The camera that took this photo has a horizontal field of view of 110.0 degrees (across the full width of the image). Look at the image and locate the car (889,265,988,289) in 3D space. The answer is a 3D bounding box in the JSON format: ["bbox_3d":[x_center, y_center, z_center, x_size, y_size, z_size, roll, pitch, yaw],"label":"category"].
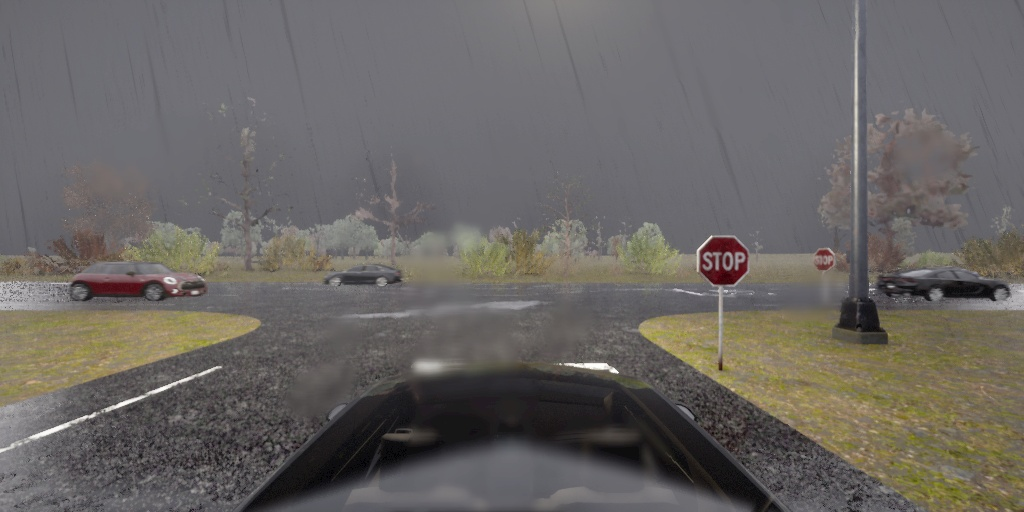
[{"bbox_3d":[28.730,1.420,24.254,4.674,1.442,1.812,-1,0,-2],"label":"car"}]

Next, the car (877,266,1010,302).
[{"bbox_3d":[20.363,1.309,17.000,5.008,1.535,1.882,0,0,-2],"label":"car"}]

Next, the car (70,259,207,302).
[{"bbox_3d":[-16.465,1.043,16.016,4.553,1.767,2.097,0,0,-2],"label":"car"}]

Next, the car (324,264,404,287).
[{"bbox_3d":[-9.526,1.254,23.216,4.892,1.490,1.837,0,0,-2],"label":"car"}]
